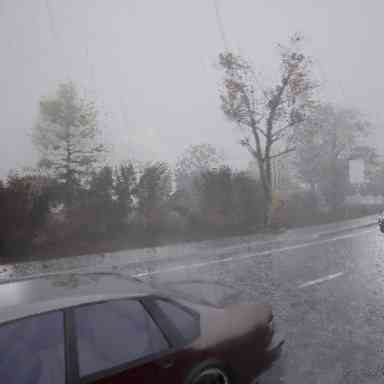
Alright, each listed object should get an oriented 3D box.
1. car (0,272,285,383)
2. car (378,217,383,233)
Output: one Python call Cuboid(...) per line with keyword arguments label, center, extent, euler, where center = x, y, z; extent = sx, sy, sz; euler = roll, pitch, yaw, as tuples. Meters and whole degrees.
Cuboid(label="car", center=(-1.452, 1.579, 3.033), extent=(5.357, 1.411, 2.033), euler=(0, 0, -37))
Cuboid(label="car", center=(12.694, 1.684, 19.688), extent=(4.718, 1.301, 1.895), euler=(0, -1, -45))
